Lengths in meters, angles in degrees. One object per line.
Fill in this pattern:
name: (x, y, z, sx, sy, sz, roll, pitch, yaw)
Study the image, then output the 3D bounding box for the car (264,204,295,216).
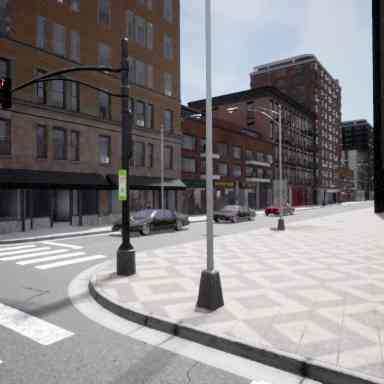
car: (9.653, 1.929, 36.522, 1.895, 1.301, 4.718, -1, -1, 36)

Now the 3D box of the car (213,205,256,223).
car: (3.643, 1.793, 28.191, 2.033, 1.411, 5.357, -1, -1, 35)

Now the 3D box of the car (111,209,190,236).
car: (-2.260, 1.708, 19.981, 2.033, 1.411, 5.357, -1, -1, 36)
